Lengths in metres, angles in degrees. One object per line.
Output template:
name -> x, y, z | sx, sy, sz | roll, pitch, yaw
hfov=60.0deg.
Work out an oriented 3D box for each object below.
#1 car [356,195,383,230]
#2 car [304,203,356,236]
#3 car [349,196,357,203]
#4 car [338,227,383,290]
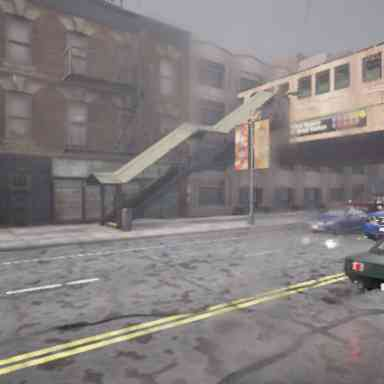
car -> 10.377, 1.222, 15.686 | 5.566, 2.045, 2.150 | 0, 0, -35
car -> 8.203, 1.527, 18.437 | 4.674, 1.442, 1.812 | 0, 0, -35
car -> 13.940, 1.231, 26.154 | 5.566, 2.045, 2.435 | 0, 0, -36
car -> 5.684, 1.602, 7.800 | 4.718, 1.301, 1.895 | 0, 0, -35
